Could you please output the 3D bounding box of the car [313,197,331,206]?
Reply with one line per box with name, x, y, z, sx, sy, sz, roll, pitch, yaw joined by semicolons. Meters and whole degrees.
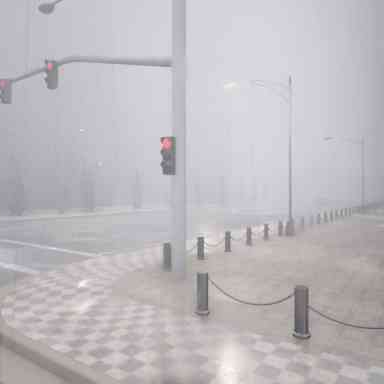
car;21.400;1.509;54.572;1.994;1.385;4.181;0;0;35
